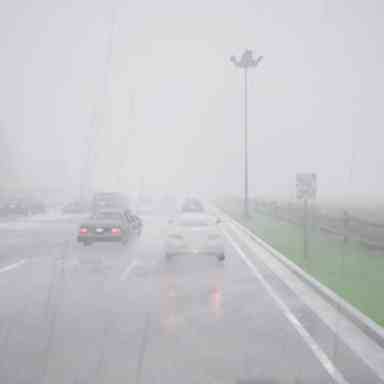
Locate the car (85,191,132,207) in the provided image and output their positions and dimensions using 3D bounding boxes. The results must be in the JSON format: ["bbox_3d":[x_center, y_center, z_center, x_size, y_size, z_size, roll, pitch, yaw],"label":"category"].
[{"bbox_3d":[-6.914,1.005,28.181,2.150,2.045,5.566,0,0,0],"label":"car"}]

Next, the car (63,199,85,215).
[{"bbox_3d":[-10.415,1.326,30.985,1.994,1.385,4.181,0,0,0],"label":"car"}]

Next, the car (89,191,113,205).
[{"bbox_3d":[-14.026,0.828,51.455,2.150,2.045,5.566,0,0,0],"label":"car"}]

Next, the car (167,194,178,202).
[{"bbox_3d":[-3.537,1.138,61.480,1.895,1.301,4.718,0,0,0],"label":"car"}]

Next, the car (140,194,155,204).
[{"bbox_3d":[-7.023,1.094,52.276,2.128,1.511,4.902,0,1,0],"label":"car"}]

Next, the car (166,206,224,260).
[{"bbox_3d":[0.093,1.435,11.867,1.812,1.442,4.674,0,0,0],"label":"car"}]

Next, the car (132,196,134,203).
[{"bbox_3d":[-10.520,0.949,52.576,2.097,1.767,4.553,0,0,0],"label":"car"}]

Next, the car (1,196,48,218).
[{"bbox_3d":[-13.917,1.138,28.002,2.097,1.767,4.553,0,1,0],"label":"car"}]

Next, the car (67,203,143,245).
[{"bbox_3d":[-3.408,1.434,14.719,2.033,1.411,5.357,0,0,0],"label":"car"}]

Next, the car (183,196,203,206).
[{"bbox_3d":[0.083,1.326,31.101,1.994,1.385,4.181,0,0,0],"label":"car"}]

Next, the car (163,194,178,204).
[{"bbox_3d":[-3.527,1.110,51.837,1.837,1.490,4.892,0,0,0],"label":"car"}]
